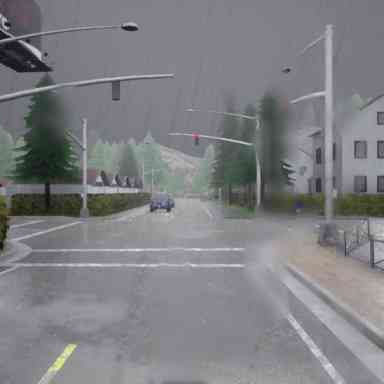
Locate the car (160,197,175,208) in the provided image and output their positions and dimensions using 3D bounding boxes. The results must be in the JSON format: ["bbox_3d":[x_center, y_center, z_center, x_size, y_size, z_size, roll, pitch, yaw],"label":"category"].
[{"bbox_3d":[-3.553,1.526,48.860,1.812,1.442,4.674,0,0,0],"label":"car"}]

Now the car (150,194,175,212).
[{"bbox_3d":[-3.579,1.221,38.998,2.150,2.045,5.566,0,0,0],"label":"car"}]
